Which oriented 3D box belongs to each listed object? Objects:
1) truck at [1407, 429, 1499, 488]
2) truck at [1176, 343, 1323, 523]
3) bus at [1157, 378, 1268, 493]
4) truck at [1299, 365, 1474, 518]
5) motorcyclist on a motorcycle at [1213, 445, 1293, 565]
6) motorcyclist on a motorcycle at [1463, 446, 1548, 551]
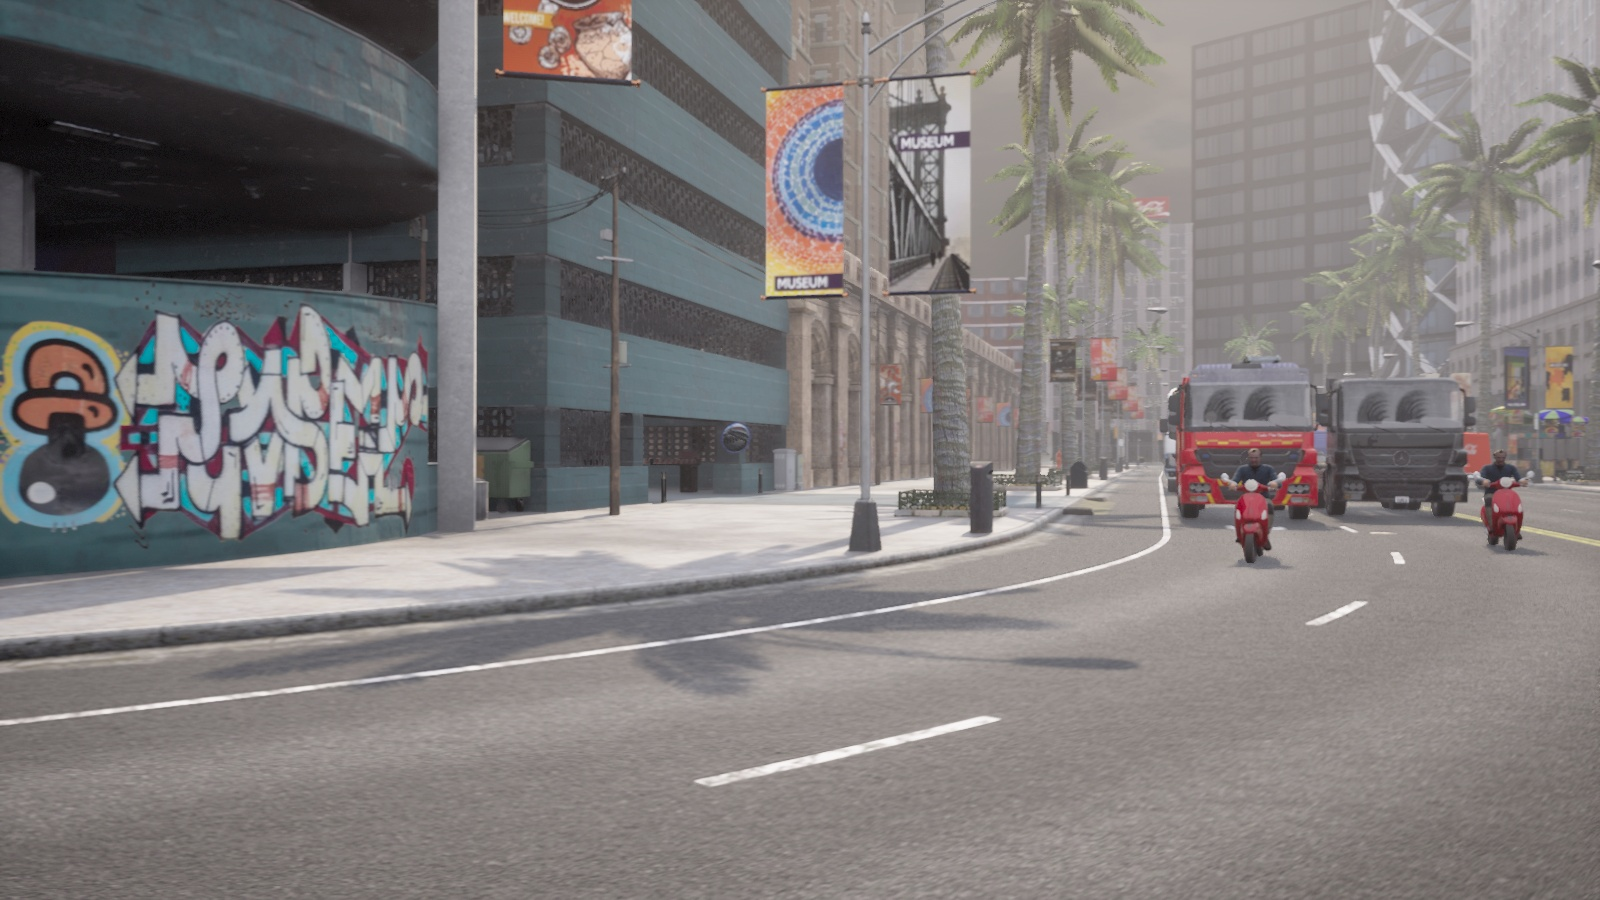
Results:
[{"bbox_3d":[28.835,0.365,55.678,2.627,2.467,5.204,0,0,16],"label":"truck"},{"bbox_3d":[10.908,-0.346,31.212,2.891,3.827,8.468,0,0,16],"label":"truck"},{"bbox_3d":[16.844,-0.505,51.951,3.944,4.253,10.273,0,0,16],"label":"bus"},{"bbox_3d":[14.958,-0.169,32.640,2.891,3.462,7.936,0,0,16],"label":"truck"},{"bbox_3d":[6.397,0.740,17.675,0.866,1.590,1.817,-1,0,25],"label":"motorcyclist on a motorcycle"},{"bbox_3d":[11.156,0.734,19.925,0.866,1.590,1.817,-1,0,19],"label":"motorcyclist on a motorcycle"}]
